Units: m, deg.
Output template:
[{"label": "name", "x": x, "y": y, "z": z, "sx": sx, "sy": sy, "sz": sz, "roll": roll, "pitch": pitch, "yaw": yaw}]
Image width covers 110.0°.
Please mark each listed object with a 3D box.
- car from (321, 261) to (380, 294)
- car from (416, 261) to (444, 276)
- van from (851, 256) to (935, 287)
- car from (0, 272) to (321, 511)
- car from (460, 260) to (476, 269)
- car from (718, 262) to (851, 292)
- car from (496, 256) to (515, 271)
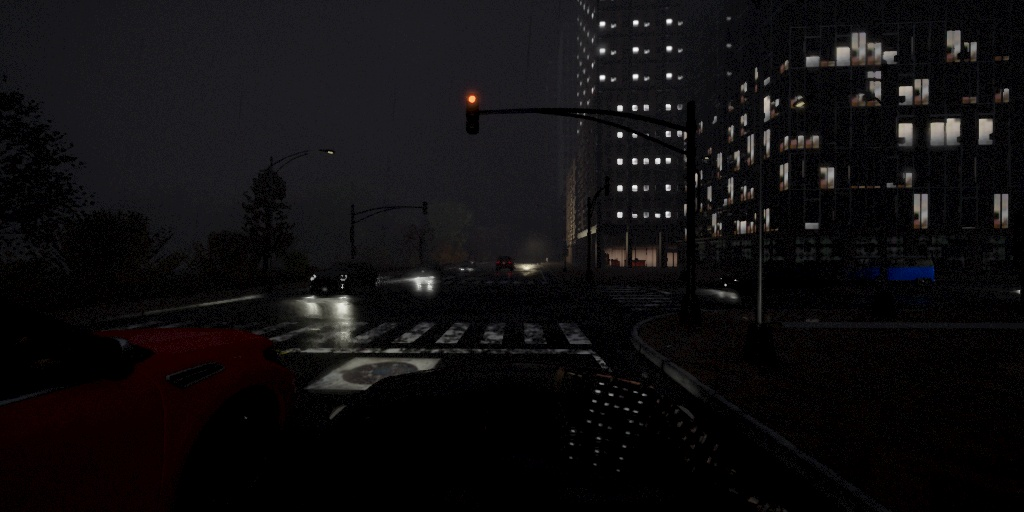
[{"label": "car", "x": -9.295, "y": 1.091, "z": 20.221, "sx": 2.097, "sy": 1.767, "sz": 4.553, "roll": 0, "pitch": 0, "yaw": 3}, {"label": "car", "x": -8.325, "y": 1.235, "z": 36.654, "sx": 2.128, "sy": 1.511, "sz": 4.902, "roll": 0, "pitch": 0, "yaw": 4}, {"label": "van", "x": 22.115, "y": 0.856, "z": 21.096, "sx": 3.998, "sy": 1.789, "sz": 1.690, "roll": 0, "pitch": 0, "yaw": 4}, {"label": "car", "x": -3.118, "y": 0.972, "z": 1.001, "sx": 2.150, "sy": 2.045, "sz": 5.566, "roll": 0, "pitch": 0, "yaw": 0}, {"label": "car", "x": -7.009, "y": 1.297, "z": 57.863, "sx": 2.033, "sy": 1.411, "sz": 5.357, "roll": 0, "pitch": 0, "yaw": 4}, {"label": "car", "x": 14.041, "y": 1.138, "z": 18.939, "sx": 5.357, "sy": 1.411, "sz": 2.033, "roll": 0, "pitch": 0, "yaw": 4}, {"label": "car", "x": -0.864, "y": 0.969, "z": 48.894, "sx": 2.150, "sy": 2.045, "sz": 5.566, "roll": 0, "pitch": 0, "yaw": 4}]
